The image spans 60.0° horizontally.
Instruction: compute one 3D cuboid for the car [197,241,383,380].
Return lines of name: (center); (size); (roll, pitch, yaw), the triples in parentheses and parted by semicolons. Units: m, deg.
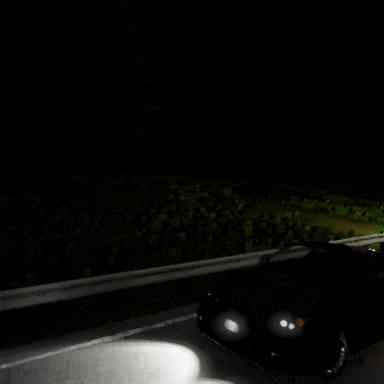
car: (2.143, 1.562, 5.509); (4.181, 1.385, 1.994); (0, 0, -35)
